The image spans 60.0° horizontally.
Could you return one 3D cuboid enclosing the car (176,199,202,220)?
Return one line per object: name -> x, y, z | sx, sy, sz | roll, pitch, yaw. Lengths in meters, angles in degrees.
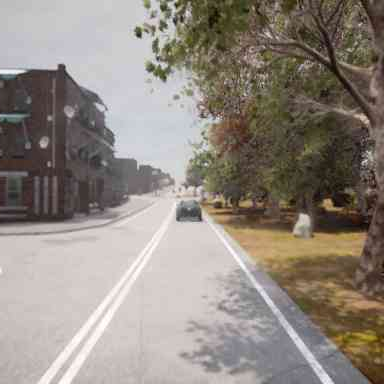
car -> -0.281, 1.421, 28.891 | 2.097, 1.767, 4.553 | 0, 0, -1
